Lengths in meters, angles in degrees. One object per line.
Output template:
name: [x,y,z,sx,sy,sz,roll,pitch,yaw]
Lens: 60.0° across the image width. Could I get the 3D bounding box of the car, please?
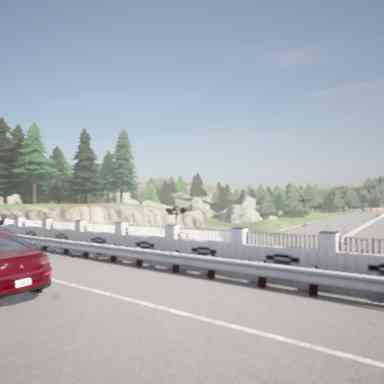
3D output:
car: [-5.081,1.586,7.680,4.674,1.442,1.812,-1,0,36]
